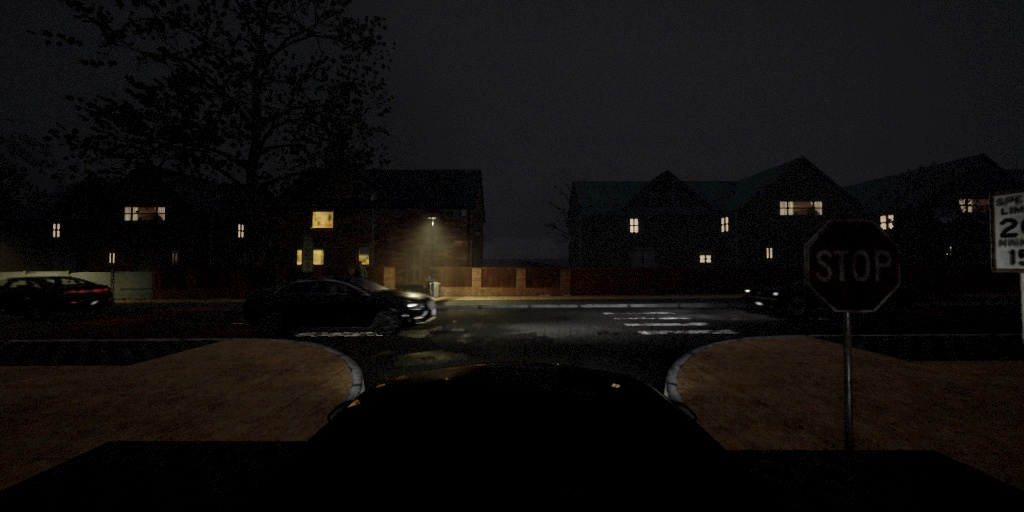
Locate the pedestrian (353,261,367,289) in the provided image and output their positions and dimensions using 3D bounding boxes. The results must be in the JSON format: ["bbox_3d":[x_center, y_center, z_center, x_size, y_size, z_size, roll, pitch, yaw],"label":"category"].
[{"bbox_3d":[-6.715,1.113,15.732,0.375,1.860,0.375,0,-1,1],"label":"pedestrian"}]

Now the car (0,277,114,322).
[{"bbox_3d":[-17.469,1.502,12.952,4.902,1.511,2.128,-1,-1,1],"label":"car"}]

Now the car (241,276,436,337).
[{"bbox_3d":[-4.602,1.293,9.837,4.902,1.511,2.128,-1,-1,1],"label":"car"}]

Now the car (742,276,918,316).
[{"bbox_3d":[10.896,1.338,12.586,4.718,1.301,1.895,0,-1,1],"label":"car"}]
